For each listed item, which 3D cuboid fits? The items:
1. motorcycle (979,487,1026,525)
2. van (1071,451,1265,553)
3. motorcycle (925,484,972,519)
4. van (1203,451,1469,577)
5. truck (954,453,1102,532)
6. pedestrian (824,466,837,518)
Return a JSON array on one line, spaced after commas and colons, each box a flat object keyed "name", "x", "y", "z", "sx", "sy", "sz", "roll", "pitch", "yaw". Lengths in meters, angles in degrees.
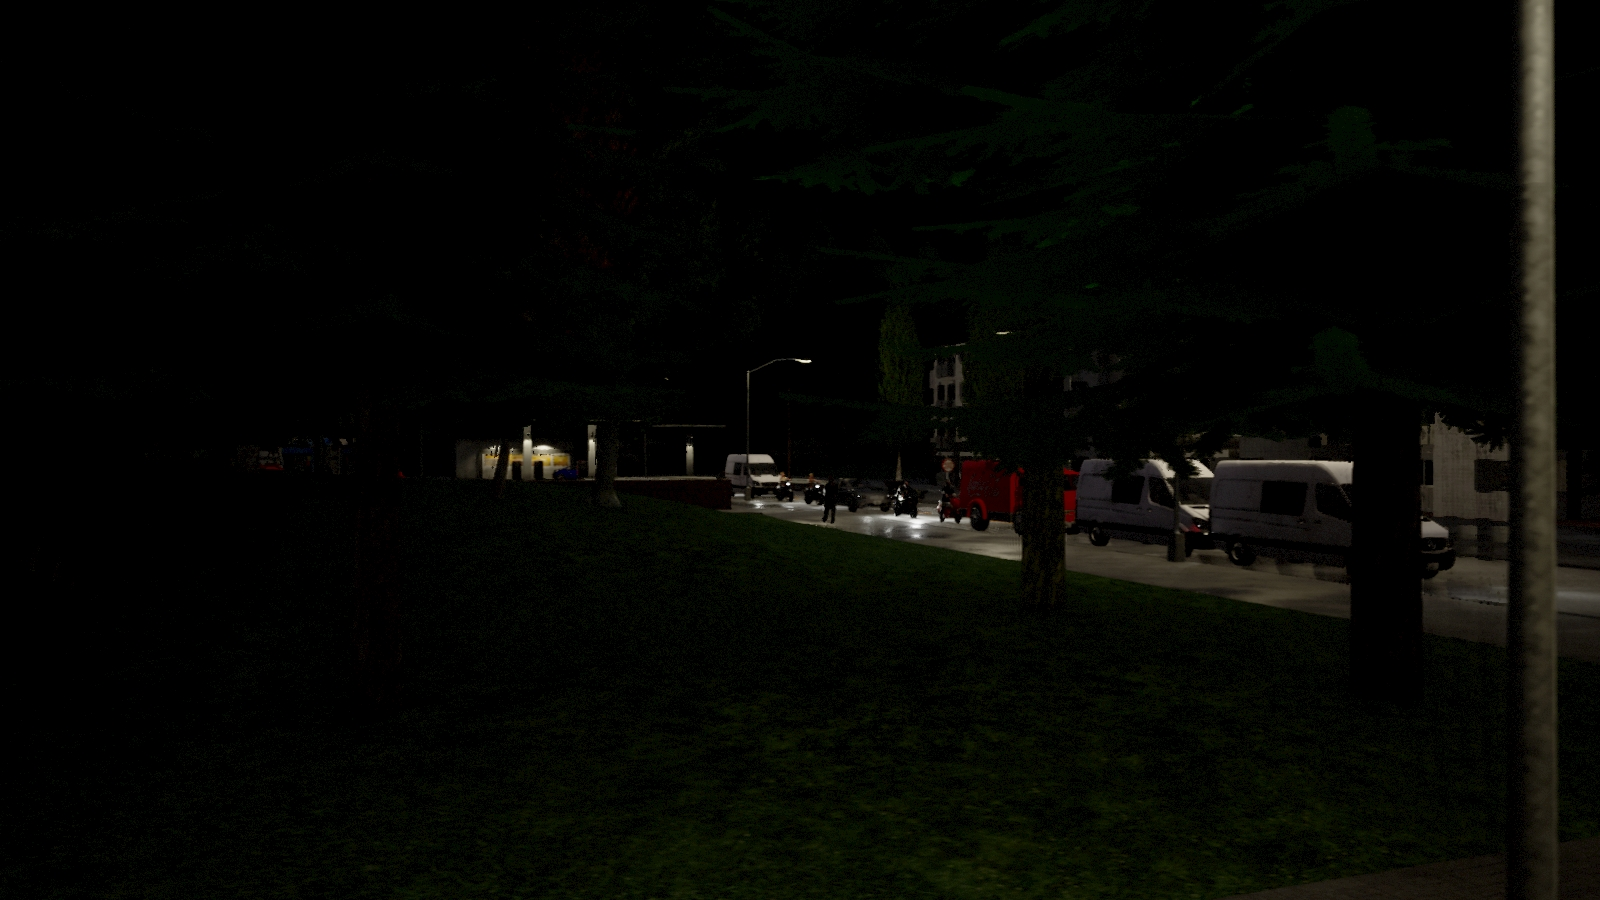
[{"name": "motorcycle", "x": 7.136, "y": 1.962, "z": 40.371, "sx": 0.856, "sy": 1.236, "sz": 1.805, "roll": 0, "pitch": 0, "yaw": -20}, {"name": "van", "x": 10.112, "y": 1.315, "z": 32.037, "sx": 1.988, "sy": 2.561, "sz": 5.915, "roll": 0, "pitch": 0, "yaw": -20}, {"name": "motorcycle", "x": 5.734, "y": 1.985, "z": 44.214, "sx": 0.867, "sy": 1.251, "sz": 2.209, "roll": 0, "pitch": 0, "yaw": -20}, {"name": "van", "x": 12.124, "y": 1.315, "z": 26.451, "sx": 1.988, "sy": 2.561, "sz": 5.915, "roll": 0, "pitch": 0, "yaw": -20}, {"name": "truck", "x": 7.642, "y": 1.348, "z": 38.911, "sx": 2.627, "sy": 2.467, "sz": 5.204, "roll": 0, "pitch": 0, "yaw": -20}, {"name": "pedestrian", "x": 1.103, "y": 1.526, "z": 41.423, "sx": 0.375, "sy": 1.860, "sz": 0.375, "roll": 0, "pitch": 0, "yaw": -19}]
